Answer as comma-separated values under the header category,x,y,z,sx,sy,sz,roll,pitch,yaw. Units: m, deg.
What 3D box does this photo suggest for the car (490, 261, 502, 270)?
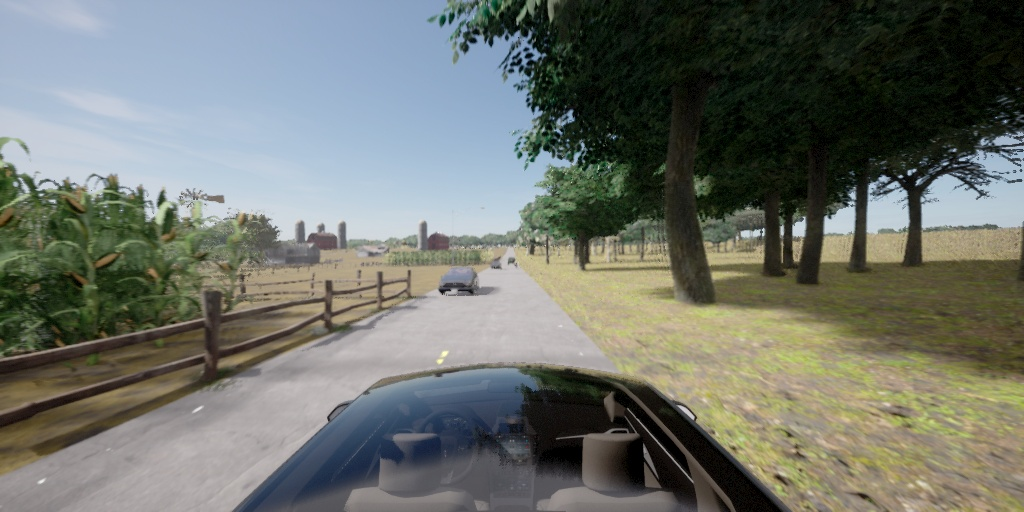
category,x,y,z,sx,sy,sz,roll,pitch,yaw
car,-2.801,1.641,62.937,1.837,1.490,4.892,0,0,1

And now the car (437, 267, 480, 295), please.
category,x,y,z,sx,sy,sz,roll,pitch,yaw
car,-2.856,1.332,20.404,2.033,1.411,5.357,0,0,0
